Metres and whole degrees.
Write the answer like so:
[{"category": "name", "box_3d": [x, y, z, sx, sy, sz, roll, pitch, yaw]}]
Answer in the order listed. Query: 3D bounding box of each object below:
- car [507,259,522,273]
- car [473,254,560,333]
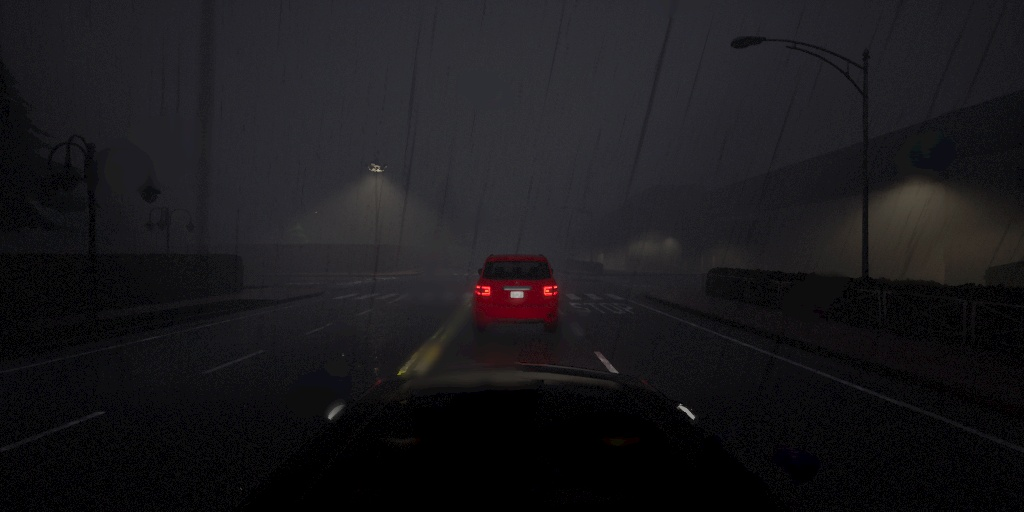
[{"category": "car", "box_3d": [0.349, 1.228, 45.575, 1.882, 1.535, 5.008, 0, 0, 1]}, {"category": "car", "box_3d": [0.120, 0.971, 10.841, 2.150, 2.045, 5.566, 0, 0, 0]}]
